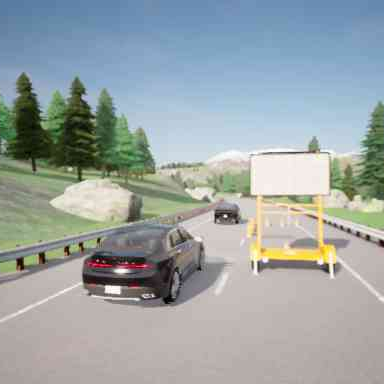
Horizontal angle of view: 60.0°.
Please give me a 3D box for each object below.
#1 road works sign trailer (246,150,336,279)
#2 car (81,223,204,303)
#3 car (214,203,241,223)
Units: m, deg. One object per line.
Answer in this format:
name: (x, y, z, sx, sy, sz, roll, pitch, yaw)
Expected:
road works sign trailer: (3.036, 0.525, 10.443, 2.380, 3.560, 2.880, 0, 0, 12)
car: (-0.923, 1.565, 8.479, 1.837, 1.490, 4.892, 0, 0, 13)
car: (2.939, 1.649, 27.088, 1.882, 1.535, 5.008, 0, 0, 11)
